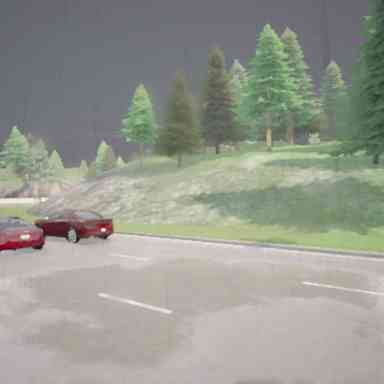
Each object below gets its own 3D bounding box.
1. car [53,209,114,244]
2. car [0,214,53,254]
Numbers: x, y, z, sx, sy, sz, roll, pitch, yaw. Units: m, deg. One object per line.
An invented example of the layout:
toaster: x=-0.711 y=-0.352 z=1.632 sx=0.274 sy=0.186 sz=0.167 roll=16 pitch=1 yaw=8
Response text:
car: x=-6.100 y=1.614 z=16.821 sx=5.008 sy=1.535 sz=1.882 roll=0 pitch=0 yaw=36
car: x=-7.995 y=1.699 z=13.870 sx=4.181 sy=1.385 sz=1.994 roll=-1 pitch=0 yaw=36
